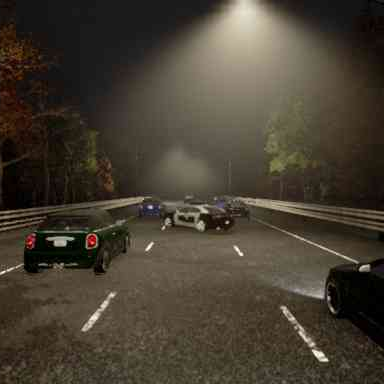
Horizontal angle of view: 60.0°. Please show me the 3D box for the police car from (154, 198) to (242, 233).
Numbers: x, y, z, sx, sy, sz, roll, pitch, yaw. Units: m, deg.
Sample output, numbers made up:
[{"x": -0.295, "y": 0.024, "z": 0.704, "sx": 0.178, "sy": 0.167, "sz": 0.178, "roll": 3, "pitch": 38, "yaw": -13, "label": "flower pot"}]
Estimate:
[{"x": 0.208, "y": 1.417, "z": 19.799, "sx": 1.930, "sy": 1.638, "sz": 5.238, "roll": 0, "pitch": 0, "yaw": -41, "label": "police car"}]

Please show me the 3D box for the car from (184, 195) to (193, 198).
[{"x": -0.494, "y": 1.451, "z": 62.356, "sx": 2.128, "sy": 1.511, "sz": 4.902, "roll": 0, "pitch": 0, "yaw": -1, "label": "car"}]

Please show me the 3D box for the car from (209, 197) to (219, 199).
[{"x": 3.353, "y": 1.459, "z": 37.834, "sx": 1.882, "sy": 1.535, "sz": 5.008, "roll": 0, "pitch": 0, "yaw": -1, "label": "car"}]

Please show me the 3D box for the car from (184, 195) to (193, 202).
[{"x": -0.868, "y": 1.469, "z": 76.664, "sx": 1.994, "sy": 1.385, "sz": 4.181, "roll": 0, "pitch": 0, "yaw": -2, "label": "car"}]

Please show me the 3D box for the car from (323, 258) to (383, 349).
[{"x": 3.512, "y": 1.561, "z": 4.722, "sx": 1.994, "sy": 1.385, "sz": 4.181, "roll": 0, "pitch": 0, "yaw": 0, "label": "car"}]

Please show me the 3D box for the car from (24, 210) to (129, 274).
[{"x": -3.393, "y": 1.348, "z": 10.693, "sx": 2.097, "sy": 1.767, "sz": 4.553, "roll": 0, "pitch": 0, "yaw": 0, "label": "car"}]

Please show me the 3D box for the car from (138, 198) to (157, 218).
[{"x": -3.476, "y": 1.337, "z": 29.815, "sx": 2.097, "sy": 1.767, "sz": 4.553, "roll": 0, "pitch": 0, "yaw": 0, "label": "car"}]

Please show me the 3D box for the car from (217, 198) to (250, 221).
[{"x": 3.453, "y": 1.480, "z": 26.797, "sx": 2.128, "sy": 1.511, "sz": 4.902, "roll": 0, "pitch": 0, "yaw": 0, "label": "car"}]
